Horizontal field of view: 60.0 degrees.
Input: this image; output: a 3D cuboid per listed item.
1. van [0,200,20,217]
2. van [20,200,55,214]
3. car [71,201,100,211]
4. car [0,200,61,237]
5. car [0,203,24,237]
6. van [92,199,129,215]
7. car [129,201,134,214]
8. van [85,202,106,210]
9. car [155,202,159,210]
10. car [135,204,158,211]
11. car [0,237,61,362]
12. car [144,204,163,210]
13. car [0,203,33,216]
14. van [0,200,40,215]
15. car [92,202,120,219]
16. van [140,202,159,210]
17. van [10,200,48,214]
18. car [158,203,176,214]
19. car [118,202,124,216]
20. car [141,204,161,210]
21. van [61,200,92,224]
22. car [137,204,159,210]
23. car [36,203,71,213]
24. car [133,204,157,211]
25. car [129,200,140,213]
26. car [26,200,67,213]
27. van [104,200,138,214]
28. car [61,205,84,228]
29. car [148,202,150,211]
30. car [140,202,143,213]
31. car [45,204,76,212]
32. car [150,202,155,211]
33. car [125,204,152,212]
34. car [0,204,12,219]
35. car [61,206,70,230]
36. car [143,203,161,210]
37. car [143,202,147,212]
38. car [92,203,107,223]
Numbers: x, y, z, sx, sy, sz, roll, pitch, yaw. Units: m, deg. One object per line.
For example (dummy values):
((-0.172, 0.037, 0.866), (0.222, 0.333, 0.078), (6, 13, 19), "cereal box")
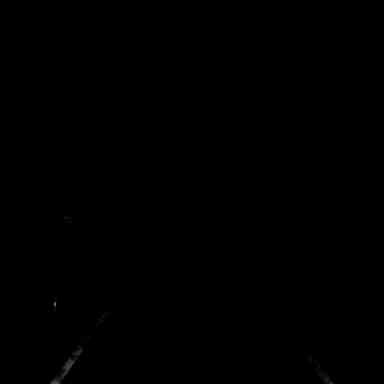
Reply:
((-23.292, 1.942, 39.812), (4.442, 1.987, 1.878), (0, -1, 0), "van")
((-23.523, 2.278, 50.746), (4.442, 1.987, 1.878), (0, -2, 0), "van")
((-23.373, 3.083, 73.020), (5.566, 2.045, 2.435), (0, -2, 0), "car")
((-10.305, 1.443, 17.443), (5.566, 2.045, 2.435), (0, -1, 0), "car")
((-10.366, 1.512, 14.669), (4.553, 1.767, 2.185), (0, -1, 0), "car")
((-10.212, 1.938, 39.647), (4.442, 1.987, 1.878), (0, -1, 0), "van")
((-10.357, 2.252, 42.423), (4.792, 1.488, 2.163), (0, -2, 0), "car")
((-23.515, 3.418, 81.323), (4.442, 1.987, 1.878), (0, -2, 0), "van")
((-10.136, 3.223, 70.142), (5.366, 1.575, 1.946), (0, -2, 0), "car")
((-10.291, 3.463, 75.689), (4.792, 1.488, 2.163), (0, -2, 0), "car")
((-3.351, 1.595, 4.314), (1.994, 1.385, 4.181), (0, -1, 0), "car")
((-10.311, 3.960, 89.562), (4.892, 1.521, 2.231), (0, -3, 0), "car")
((-23.413, 2.227, 42.577), (5.008, 1.535, 2.097), (0, -1, 0), "car")
((-23.291, 2.072, 45.202), (4.442, 1.987, 1.878), (0, -2, 0), "van")
((-10.300, 2.076, 34.089), (4.792, 1.488, 2.163), (0, -1, 0), "car")
((-10.436, 3.414, 81.247), (4.442, 1.987, 1.878), (0, -2, 0), "van")
((-23.523, 2.180, 48.103), (4.442, 1.987, 1.878), (0, -2, 0), "van")
((-3.348, 2.449, 48.553), (1.882, 1.535, 5.008), (0, -2, 0), "car")
((-10.332, 2.145, 36.866), (4.674, 1.452, 2.002), (0, -1, 0), "car")
((-10.348, 3.773, 84.012), (4.792, 1.488, 2.163), (0, -2, 0), "car")
((-10.449, 1.644, 25.769), (4.442, 1.987, 1.878), (0, -1, 0), "van")
((-10.291, 3.566, 78.463), (4.792, 1.488, 2.163), (0, -2, 0), "car")
((-23.399, 2.715, 56.399), (5.008, 1.535, 2.097), (0, -2, 0), "car")
((-10.292, 3.359, 72.915), (4.792, 1.488, 2.163), (0, -2, 0), "car")
((-10.356, 2.045, 45.183), (5.566, 2.045, 2.435), (0, -2, 0), "car")
((-23.377, 2.356, 53.516), (5.566, 2.045, 2.435), (0, -2, 0), "car")
((-10.210, 2.174, 47.956), (4.442, 1.987, 1.878), (0, -2, 0), "van")
((-10.335, 1.851, 22.988), (4.674, 1.452, 2.002), (0, -1, 0), "car")
((-10.293, 2.687, 59.049), (4.553, 1.767, 2.185), (0, -2, 0), "car")
((-10.329, 2.543, 50.720), (4.674, 1.452, 2.002), (0, -2, 0), "car")
((-23.402, 2.858, 59.167), (4.674, 1.452, 2.002), (0, -2, 0), "car")
((-10.138, 2.913, 61.819), (5.366, 1.575, 1.946), (0, -2, 0), "car")
((-10.317, 3.021, 64.593), (4.892, 1.521, 2.231), (0, -2, 0), "car")
((-23.225, 2.107, 37.040), (5.366, 1.575, 1.946), (0, -1, 0), "car")
((-10.363, 1.782, 20.213), (4.792, 1.488, 2.163), (0, -1, 0), "car")
((-10.349, 3.724, 86.789), (4.553, 1.767, 2.185), (0, -2, 0), "car")
((-10.320, 2.606, 53.496), (5.008, 1.535, 2.097), (0, -2, 0), "car")
((-10.337, 1.929, 28.540), (5.008, 1.535, 2.097), (0, -1, 0), "car")
